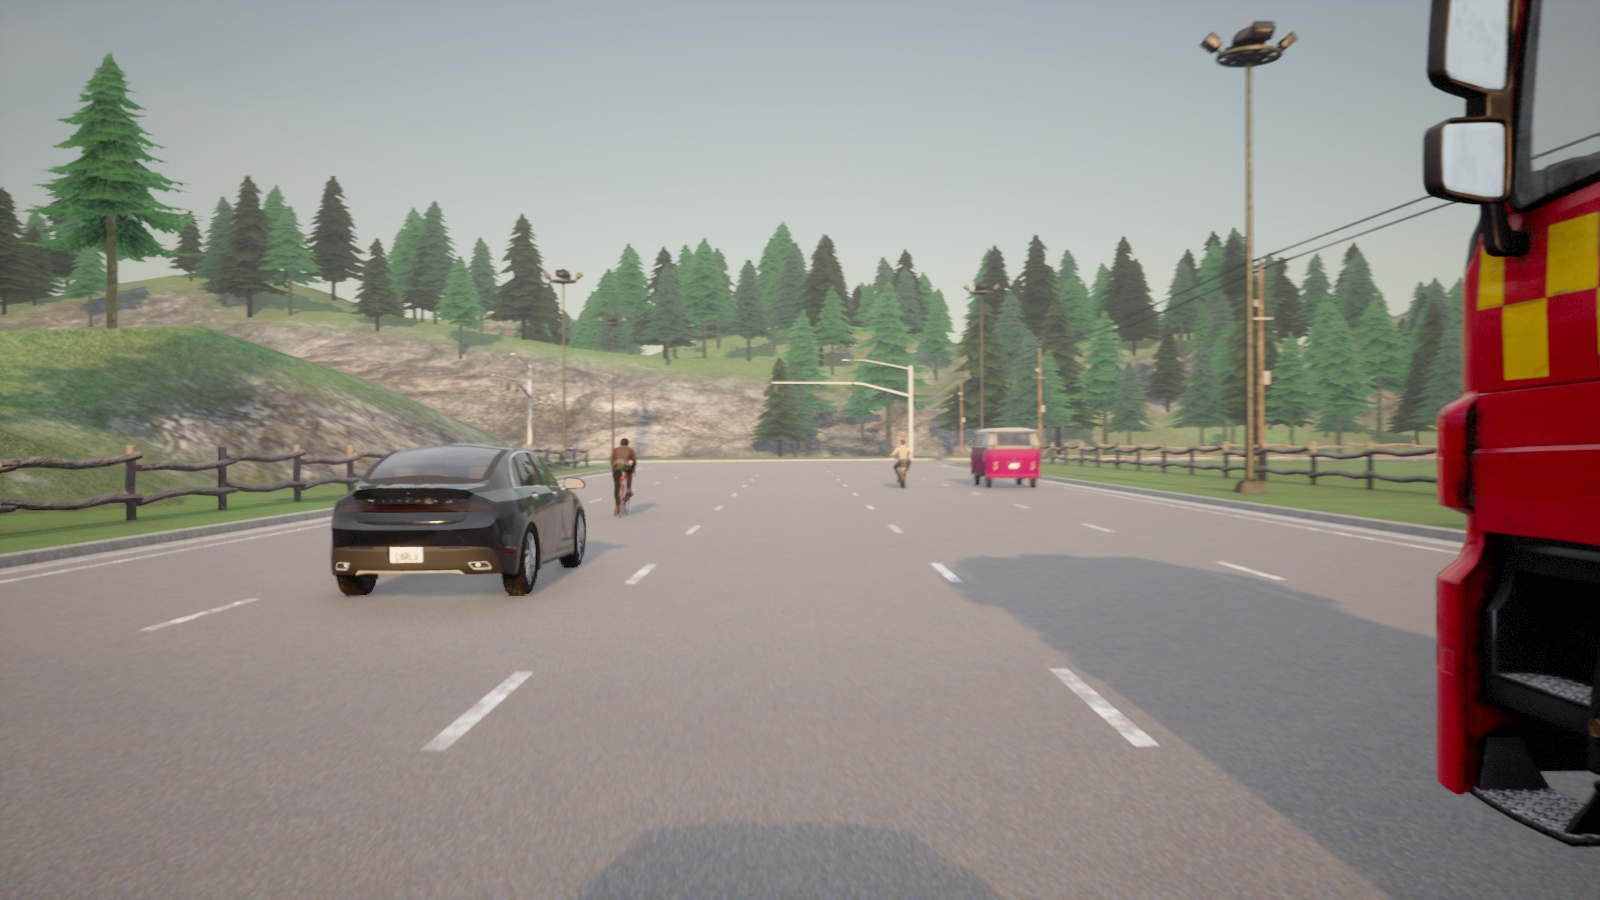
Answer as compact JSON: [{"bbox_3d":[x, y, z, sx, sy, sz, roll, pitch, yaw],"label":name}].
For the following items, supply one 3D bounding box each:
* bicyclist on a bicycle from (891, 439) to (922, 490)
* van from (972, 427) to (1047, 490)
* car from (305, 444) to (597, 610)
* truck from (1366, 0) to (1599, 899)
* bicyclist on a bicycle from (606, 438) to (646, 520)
[{"bbox_3d":[3.441,0.449,40.671,0.866,1.612,1.509,0,0,0],"label":"bicyclist on a bicycle"},{"bbox_3d":[6.944,0.247,42.048,1.775,1.987,4.442,0,0,0],"label":"van"},{"bbox_3d":[-3.538,0.686,13.760,1.837,1.490,4.892,0,0,0],"label":"car"},{"bbox_3d":[3.467,-0.430,0.245,2.891,3.827,8.468,0,0,0],"label":"truck"},{"bbox_3d":[-3.545,0.568,25.724,0.582,1.620,1.656,0,0,0],"label":"bicyclist on a bicycle"}]
